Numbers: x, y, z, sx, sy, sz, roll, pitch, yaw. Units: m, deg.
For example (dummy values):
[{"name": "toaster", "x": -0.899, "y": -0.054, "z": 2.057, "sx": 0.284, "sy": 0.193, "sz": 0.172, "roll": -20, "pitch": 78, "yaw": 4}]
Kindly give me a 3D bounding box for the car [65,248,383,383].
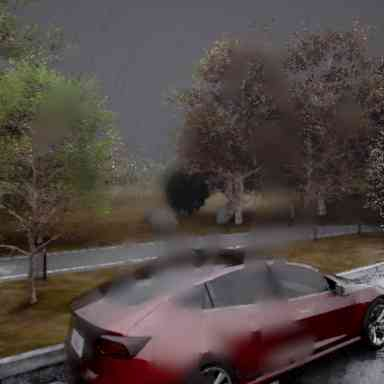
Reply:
[{"name": "car", "x": 0.804, "y": 1.544, "z": 4.642, "sx": 4.792, "sy": 1.488, "sz": 2.163, "roll": -1, "pitch": -1, "yaw": -33}]
